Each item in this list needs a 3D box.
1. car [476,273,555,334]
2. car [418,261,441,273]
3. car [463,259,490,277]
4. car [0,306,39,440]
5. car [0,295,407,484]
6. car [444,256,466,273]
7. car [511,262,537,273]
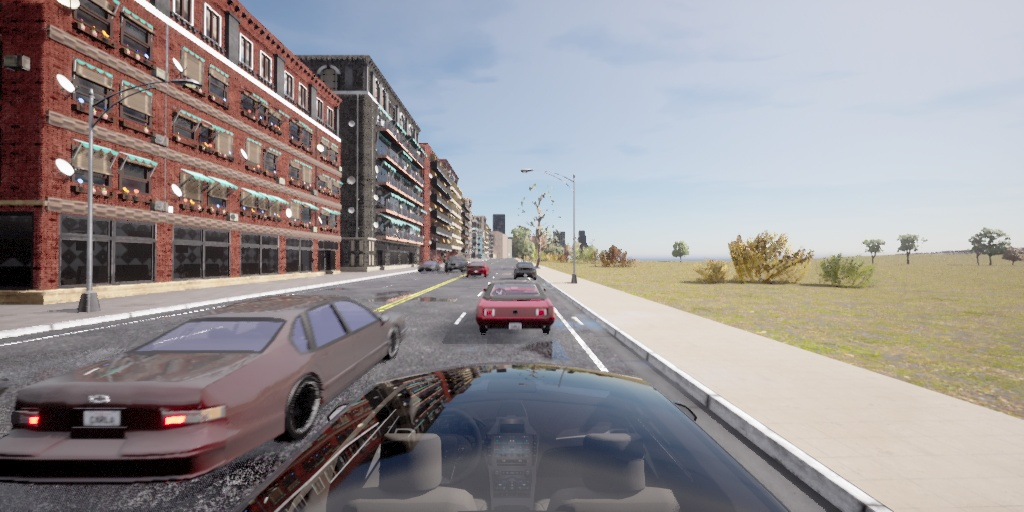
[{"bbox_3d":[0.075,1.351,10.612,1.895,1.301,4.718,0,0,0],"label":"car"},{"bbox_3d":[-9.972,1.295,43.655,2.033,1.411,5.357,0,0,0],"label":"car"},{"bbox_3d":[-3.245,1.227,34.797,1.882,1.535,5.008,0,0,0],"label":"car"},{"bbox_3d":[-6.599,1.298,1.554,2.033,1.411,5.357,0,0,0],"label":"car"},{"bbox_3d":[-3.163,1.297,5.269,2.033,1.411,5.357,0,0,0],"label":"car"},{"bbox_3d":[-6.722,0.969,43.405,2.150,2.045,5.566,0,0,0],"label":"car"},{"bbox_3d":[1.055,1.255,30.238,1.837,1.490,4.892,0,0,0],"label":"car"}]
